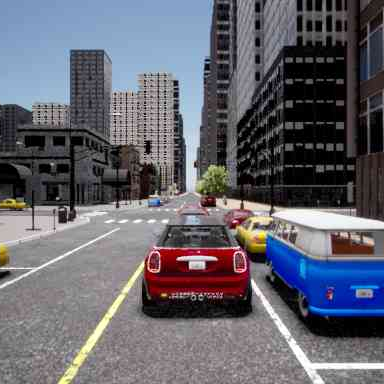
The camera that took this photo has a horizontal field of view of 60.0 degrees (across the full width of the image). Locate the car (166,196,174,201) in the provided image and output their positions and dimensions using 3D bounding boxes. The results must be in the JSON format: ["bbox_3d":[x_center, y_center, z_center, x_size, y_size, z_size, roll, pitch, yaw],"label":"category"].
[{"bbox_3d":[-5.811,1.673,89.227,1.752,1.417,4.829,0,0,0],"label":"car"}]

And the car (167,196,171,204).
[{"bbox_3d":[-5.782,1.529,67.303,1.967,1.590,4.097,0,0,0],"label":"car"}]

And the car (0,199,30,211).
[{"bbox_3d":[-21.460,1.469,38.541,4.829,1.417,1.752,0,0,0],"label":"car"}]

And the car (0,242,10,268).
[{"bbox_3d":[-5.701,1.525,6.847,1.752,1.417,4.829,0,0,0],"label":"car"}]

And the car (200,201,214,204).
[{"bbox_3d":[0.077,1.482,17.374,1.882,1.535,5.008,0,0,0],"label":"car"}]

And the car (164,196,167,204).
[{"bbox_3d":[-5.767,1.505,56.254,1.967,1.590,4.097,0,0,0],"label":"car"}]

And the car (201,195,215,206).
[{"bbox_3d":[2.612,1.380,56.268,2.192,1.841,5.009,0,0,0],"label":"car"}]

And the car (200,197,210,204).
[{"bbox_3d":[2.599,1.655,67.316,1.947,1.339,4.313,0,0,0],"label":"car"}]

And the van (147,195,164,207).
[{"bbox_3d":[-5.760,1.395,50.730,1.690,1.788,3.998,0,0,0],"label":"van"}]

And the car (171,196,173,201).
[{"bbox_3d":[-5.789,1.653,72.825,2.008,1.369,4.403,0,0,0],"label":"car"}]

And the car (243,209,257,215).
[{"bbox_3d":[2.671,1.527,12.863,1.752,1.417,4.829,0,0,0],"label":"car"}]

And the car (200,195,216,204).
[{"bbox_3d":[2.620,1.369,50.743,2.192,1.841,5.009,0,0,0],"label":"car"}]

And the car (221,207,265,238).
[{"bbox_3d":[2.663,1.587,18.355,1.802,1.307,4.206,0,0,0],"label":"car"}]

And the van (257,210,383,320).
[{"bbox_3d":[2.678,1.341,7.028,1.690,1.788,3.998,0,0,0],"label":"van"}]

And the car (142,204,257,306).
[{"bbox_3d":[0.089,1.352,8.168,2.097,1.767,4.553,0,0,0],"label":"car"}]
